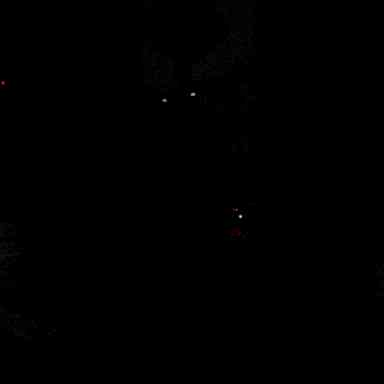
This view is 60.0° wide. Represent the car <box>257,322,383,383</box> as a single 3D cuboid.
[{"bbox_3d":[2.539,1.317,0.996,5.009,1.841,2.192,0,0,36],"label":"car"}]

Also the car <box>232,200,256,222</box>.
[{"bbox_3d":[4.684,1.391,24.498,1.837,1.490,4.892,0,0,35],"label":"car"}]
